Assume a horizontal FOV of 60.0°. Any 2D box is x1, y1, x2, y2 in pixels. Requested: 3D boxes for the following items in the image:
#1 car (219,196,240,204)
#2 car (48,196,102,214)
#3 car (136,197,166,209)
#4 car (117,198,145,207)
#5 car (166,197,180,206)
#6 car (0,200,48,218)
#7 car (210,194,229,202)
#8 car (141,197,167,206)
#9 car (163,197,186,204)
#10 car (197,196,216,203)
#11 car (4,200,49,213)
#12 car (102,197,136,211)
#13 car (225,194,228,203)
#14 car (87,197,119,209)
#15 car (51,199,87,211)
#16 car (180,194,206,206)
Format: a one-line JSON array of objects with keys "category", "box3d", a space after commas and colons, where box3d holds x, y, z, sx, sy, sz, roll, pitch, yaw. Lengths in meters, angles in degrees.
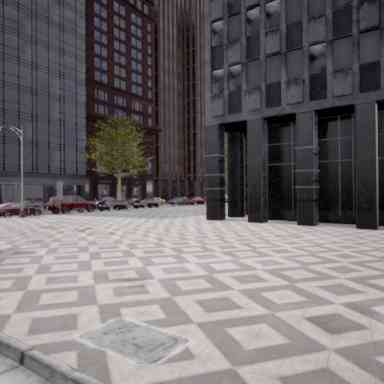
[{"category": "car", "box3d": [6.989, 1.463, 61.824, 1.947, 1.339, 4.313, -1, 0, 35]}, {"category": "car", "box3d": [-12.190, 1.289, 33.954, 2.192, 1.841, 5.009, -1, 0, 35]}, {"category": "car", "box3d": [-5.796, 1.508, 43.243, 1.947, 1.339, 4.313, -1, 0, 35]}, {"category": "car", "box3d": [-9.619, 1.612, 52.725, 1.802, 1.307, 4.206, -1, 0, 35]}, {"category": "car", "box3d": [-1.646, 1.496, 53.893, 2.033, 1.411, 5.357, -1, 0, 35]}, {"category": "car", "box3d": [-15.385, 1.575, 29.307, 1.802, 1.307, 4.206, -1, 0, 35]}, {"category": "car", "box3d": [6.362, 1.295, 75.956, 2.192, 1.841, 5.009, -1, 0, 35]}, {"category": "car", "box3d": [-6.520, 1.543, 57.230, 1.752, 1.417, 4.829, -1, 0, 35]}, {"category": "car", "box3d": [-3.226, 1.573, 62.017, 1.947, 1.339, 4.313, -1, 0, 35]}, {"category": "car", "box3d": [3.167, 1.534, 71.309, 1.887, 1.381, 4.507, -1, 0, 35]}, {"category": "car", "box3d": [-19.209, 1.641, 38.788, 1.947, 1.339, 4.313, -1, 0, 35]}, {"category": "car", "box3d": [-8.992, 1.524, 38.598, 1.947, 1.339, 4.313, -1, 0, 35]}, {"category": "car", "box3d": [3.790, 1.221, 57.181, 2.192, 1.841, 5.009, -1, 0, 35]}, {"category": "car", "box3d": [-12.818, 1.483, 48.079, 1.967, 1.590, 4.097, -1, 0, 35]}, {"category": "car", "box3d": [-16.013, 1.641, 43.433, 1.802, 1.307, 4.206, -1, 0, 35]}, {"category": "car", "box3d": [0.596, 1.461, 52.534, 1.887, 1.381, 4.507, -1, 0, 35]}]
